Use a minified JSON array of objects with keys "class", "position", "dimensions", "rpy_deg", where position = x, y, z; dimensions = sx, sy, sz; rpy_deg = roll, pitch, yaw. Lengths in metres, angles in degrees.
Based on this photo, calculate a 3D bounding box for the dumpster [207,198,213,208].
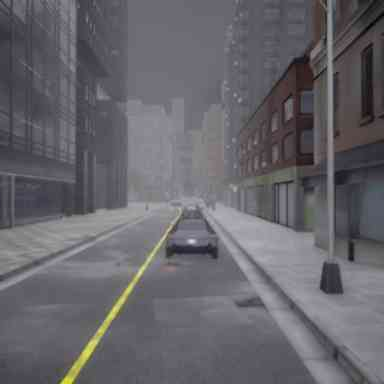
[{"class":"dumpster","position":[3.134,1.970,57.792],"dimensions":[1.020,1.700,1.940],"rpy_deg":[0,-1,0]}]

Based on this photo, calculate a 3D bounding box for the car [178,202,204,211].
[{"class":"car","position":[0.025,1.809,28.918],"dimensions":[1.812,1.442,4.674],"rpy_deg":[0,0,1]}]

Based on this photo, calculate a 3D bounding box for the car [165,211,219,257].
[{"class":"car","position":[0.019,1.697,13.491],"dimensions":[1.994,1.385,4.181],"rpy_deg":[0,0,1]}]

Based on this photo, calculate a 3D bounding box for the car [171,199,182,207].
[{"class":"car","position":[-3.024,2.128,64.571],"dimensions":[1.882,1.535,5.008],"rpy_deg":[0,-1,1]}]
